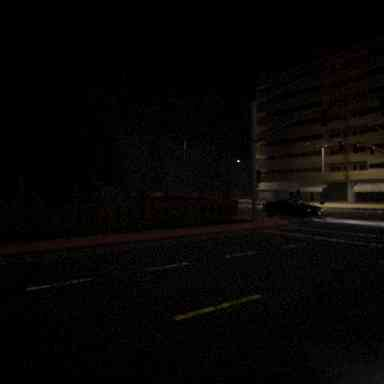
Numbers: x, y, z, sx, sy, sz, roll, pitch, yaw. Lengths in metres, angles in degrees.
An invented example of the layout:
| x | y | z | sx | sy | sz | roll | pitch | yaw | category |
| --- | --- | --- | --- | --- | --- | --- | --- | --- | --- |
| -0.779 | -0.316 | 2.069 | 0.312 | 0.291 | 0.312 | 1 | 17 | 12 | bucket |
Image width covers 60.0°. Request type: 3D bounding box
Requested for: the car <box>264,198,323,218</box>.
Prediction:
| x | y | z | sx | sy | sz | roll | pitch | yaw | category |
| --- | --- | --- | --- | --- | --- | --- | --- | --- | --- |
| 7.977 | 1.266 | 26.410 | 2.128 | 1.511 | 4.902 | -1 | 1 | -35 | car |

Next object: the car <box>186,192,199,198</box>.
| x | y | z | sx | sy | sz | roll | pitch | yaw | category |
| --- | --- | --- | --- | --- | --- | --- | --- | --- | --- |
| 0.320 | 0.801 | 81.723 | 2.097 | 1.767 | 4.553 | 0 | 0 | 29 | car |
